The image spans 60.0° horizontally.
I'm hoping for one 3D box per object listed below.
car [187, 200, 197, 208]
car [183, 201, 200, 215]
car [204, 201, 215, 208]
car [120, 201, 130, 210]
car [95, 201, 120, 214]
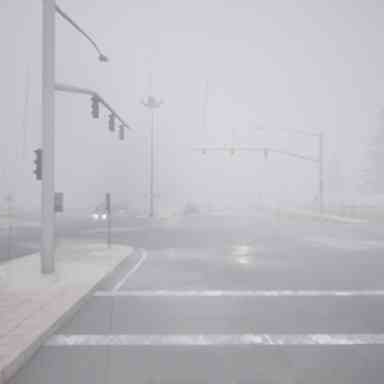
[{"bbox_3d":[-0.026,2.417,66.902,1.994,1.385,4.181,0,-1,0],"label":"car"},{"bbox_3d":[-0.016,2.055,41.470,1.812,1.442,4.674,0,-1,0],"label":"car"},{"bbox_3d":[3.474,2.454,66.934,1.895,1.301,4.718,0,-1,0],"label":"car"},{"bbox_3d":[-11.581,2.249,55.020,2.033,1.411,5.357,0,-1,1],"label":"car"},{"bbox_3d":[-11.611,2.063,44.730,2.128,1.511,4.902,0,-1,0],"label":"car"}]
